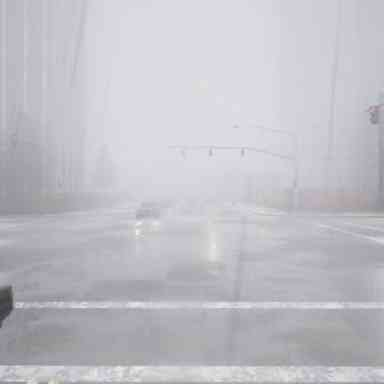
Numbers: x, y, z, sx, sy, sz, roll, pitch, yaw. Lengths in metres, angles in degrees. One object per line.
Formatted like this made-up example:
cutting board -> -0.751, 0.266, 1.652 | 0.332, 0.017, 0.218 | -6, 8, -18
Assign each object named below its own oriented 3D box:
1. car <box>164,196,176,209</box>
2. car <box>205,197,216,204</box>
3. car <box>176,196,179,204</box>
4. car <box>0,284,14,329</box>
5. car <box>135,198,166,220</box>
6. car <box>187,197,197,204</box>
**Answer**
car -> -3.577, 1.562, 44.914 | 1.994, 1.385, 4.181 | 0, 0, 0
car -> 3.530, 1.599, 65.014 | 1.895, 1.301, 4.718 | 0, 0, 0
car -> -3.470, 1.549, 65.162 | 2.033, 1.411, 5.357 | 0, 0, 0
car -> -3.599, 1.601, 2.751 | 1.895, 1.301, 4.718 | 0, 0, 0
car -> -3.587, 1.506, 28.180 | 1.837, 1.490, 4.892 | 0, -1, 0
car -> 0.030, 1.562, 64.985 | 1.994, 1.385, 4.181 | 0, 0, 0
